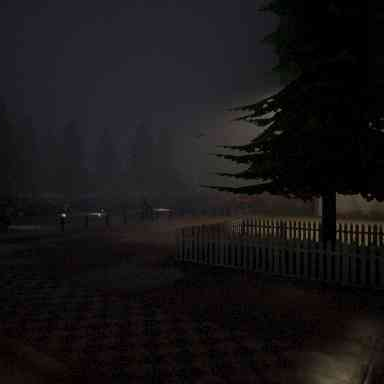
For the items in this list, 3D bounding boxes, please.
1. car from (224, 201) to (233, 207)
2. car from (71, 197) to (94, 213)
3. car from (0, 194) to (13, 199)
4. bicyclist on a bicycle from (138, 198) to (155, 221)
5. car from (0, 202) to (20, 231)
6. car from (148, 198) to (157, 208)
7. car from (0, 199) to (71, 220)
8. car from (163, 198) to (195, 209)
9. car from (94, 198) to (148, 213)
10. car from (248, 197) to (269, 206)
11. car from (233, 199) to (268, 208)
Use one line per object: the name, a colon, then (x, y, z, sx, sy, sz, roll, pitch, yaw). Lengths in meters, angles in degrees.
car: (6.661, 1.564, 50.980, 1.994, 1.385, 4.181, 0, 0, 37)
car: (-12.546, 1.352, 36.412, 2.097, 1.767, 4.553, 0, 0, 36)
car: (-18.147, 1.222, 28.558, 2.150, 2.045, 5.566, 0, 0, 35)
bicyclist on a bicycle: (-3.355, 1.302, 24.356, 1.656, 1.620, 0.582, 0, 0, 35)
car: (-12.472, 1.505, 18.121, 1.837, 1.490, 4.892, 0, 0, 36)
car: (-6.601, 1.526, 44.746, 1.812, 1.442, 4.674, 0, 0, 36)
car: (-13.660, 1.547, 28.824, 2.033, 1.411, 5.357, 0, 0, 35)
car: (-1.646, 1.547, 45.649, 2.033, 1.411, 5.357, 0, 0, 36)
car: (-7.815, 1.547, 37.020, 2.033, 1.411, 5.357, 0, 0, 35)
car: (11.540, 1.564, 57.825, 1.994, 1.385, 4.181, 0, 0, 36)
car: (8.432, 1.221, 47.417, 2.150, 2.045, 5.566, 0, 0, 36)
